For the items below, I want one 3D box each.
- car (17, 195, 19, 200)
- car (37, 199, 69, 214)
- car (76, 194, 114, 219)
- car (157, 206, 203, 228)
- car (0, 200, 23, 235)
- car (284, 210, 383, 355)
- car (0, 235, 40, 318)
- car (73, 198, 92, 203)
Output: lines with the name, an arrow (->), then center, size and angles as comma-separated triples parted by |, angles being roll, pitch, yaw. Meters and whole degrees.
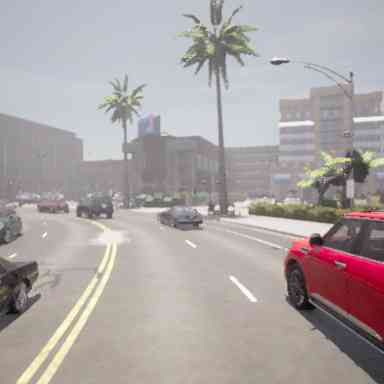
car -> -23.571, 1.488, 40.819 | 4.902, 1.511, 2.128 | 0, 0, 32
car -> -16.791, 1.651, 40.103 | 4.553, 1.767, 2.097 | 0, -1, 39
car -> -9.393, 1.458, 32.016 | 2.150, 2.045, 5.566 | 0, -1, -35
car -> -0.969, 1.721, 23.894 | 2.033, 1.411, 5.357 | 0, 0, -21
car -> -9.727, 1.474, 16.138 | 2.097, 1.767, 4.553 | 0, 0, -17
car -> 3.209, 1.255, 4.810 | 2.150, 2.045, 5.566 | 0, 0, -4
car -> -3.980, 1.639, 4.832 | 1.895, 1.301, 4.718 | 0, 0, -6
car -> -29.551, 2.240, 89.945 | 4.718, 1.301, 1.895 | 0, 0, 18
